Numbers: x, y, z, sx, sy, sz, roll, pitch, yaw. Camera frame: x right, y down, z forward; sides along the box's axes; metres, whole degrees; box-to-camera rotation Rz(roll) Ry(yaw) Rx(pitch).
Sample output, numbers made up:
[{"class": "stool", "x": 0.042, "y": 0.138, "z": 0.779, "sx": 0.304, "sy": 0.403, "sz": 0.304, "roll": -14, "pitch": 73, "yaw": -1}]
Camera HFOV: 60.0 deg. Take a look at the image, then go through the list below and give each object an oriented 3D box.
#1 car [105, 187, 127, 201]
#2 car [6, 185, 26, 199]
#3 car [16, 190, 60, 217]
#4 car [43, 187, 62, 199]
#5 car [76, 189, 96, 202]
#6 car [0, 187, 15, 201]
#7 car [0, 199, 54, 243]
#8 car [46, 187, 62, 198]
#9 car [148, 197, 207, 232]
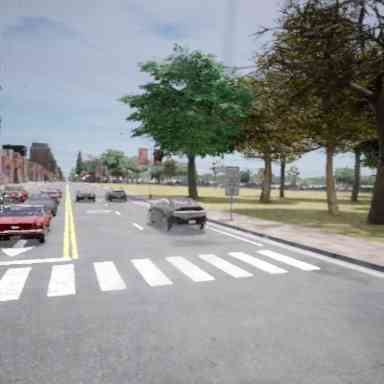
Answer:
[{"class": "car", "x": -8.510, "y": 0.205, "z": 37.068, "sx": 2.128, "sy": 1.511, "sz": 4.902, "roll": 0, "pitch": 2, "yaw": -21}, {"class": "car", "x": -17.357, "y": 0.123, "z": 32.465, "sx": 2.097, "sy": 1.767, "sz": 4.553, "roll": 0, "pitch": 2, "yaw": -20}, {"class": "car", "x": -9.804, "y": 0.817, "z": 21.473, "sx": 1.994, "sy": 1.385, "sz": 4.181, "roll": 0, "pitch": 2, "yaw": -21}, {"class": "car", "x": -16.845, "y": 0.095, "z": 40.390, "sx": 1.895, "sy": 1.301, "sz": 4.718, "roll": 0, "pitch": 2, "yaw": -20}, {"class": "car", "x": -11.576, "y": 0.315, "z": 35.990, "sx": 1.895, "sy": 1.301, "sz": 4.718, "roll": 0, "pitch": 2, "yaw": -21}, {"class": "car", "x": -13.803, "y": 0.662, "z": 22.896, "sx": 1.837, "sy": 1.490, "sz": 4.892, "roll": 0, "pitch": 2, "yaw": -21}, {"class": "car", "x": -6.711, "y": 1.161, "z": 13.236, "sx": 1.895, "sy": 1.301, "sz": 4.718, "roll": 0, "pitch": 2, "yaw": -21}, {"class": "car", "x": -13.292, "y": 0.480, "z": 30.833, "sx": 1.895, "sy": 1.301, "sz": 4.718, "roll": 0, "pitch": 2, "yaw": -20}, {"class": "car", "x": -0.859, "y": 1.004, "z": 16.712, "sx": 2.128, "sy": 1.511, "sz": 4.902, "roll": 0, "pitch": 2, "yaw": -21}]
